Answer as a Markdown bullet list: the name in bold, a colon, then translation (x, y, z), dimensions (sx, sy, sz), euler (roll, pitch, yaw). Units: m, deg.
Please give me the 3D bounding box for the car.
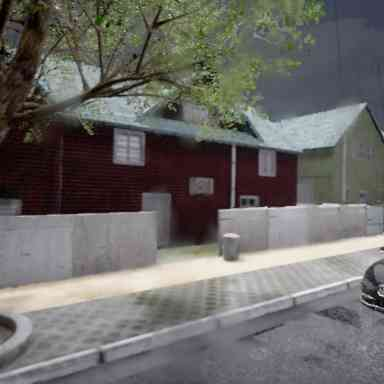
- **car**: translation (5.423, 1.547, 6.944), dimensions (4.892, 1.490, 1.837), euler (-2, 1, -36)
